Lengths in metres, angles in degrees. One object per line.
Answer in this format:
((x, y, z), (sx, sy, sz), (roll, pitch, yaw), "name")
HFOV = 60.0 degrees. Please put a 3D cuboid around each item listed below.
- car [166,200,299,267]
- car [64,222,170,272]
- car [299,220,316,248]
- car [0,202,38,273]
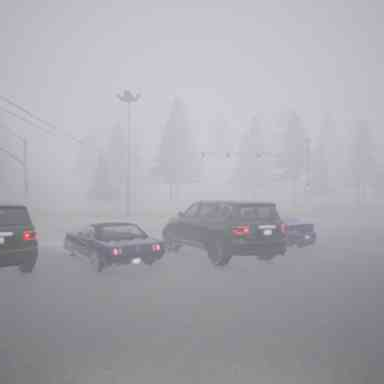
((0.915, 1.309, 12.166), (2.150, 2.045, 5.566), (1, -1, -29), "car")
((-2.861, 1.684, 11.316), (1.895, 1.301, 4.718), (0, -1, -35), "car")
((2.998, 1.585, 14.763), (1.882, 1.535, 5.008), (1, -1, -35), "car")
((-6.471, 1.298, 10.258), (2.150, 2.045, 5.566), (2, -1, -39), "car")
